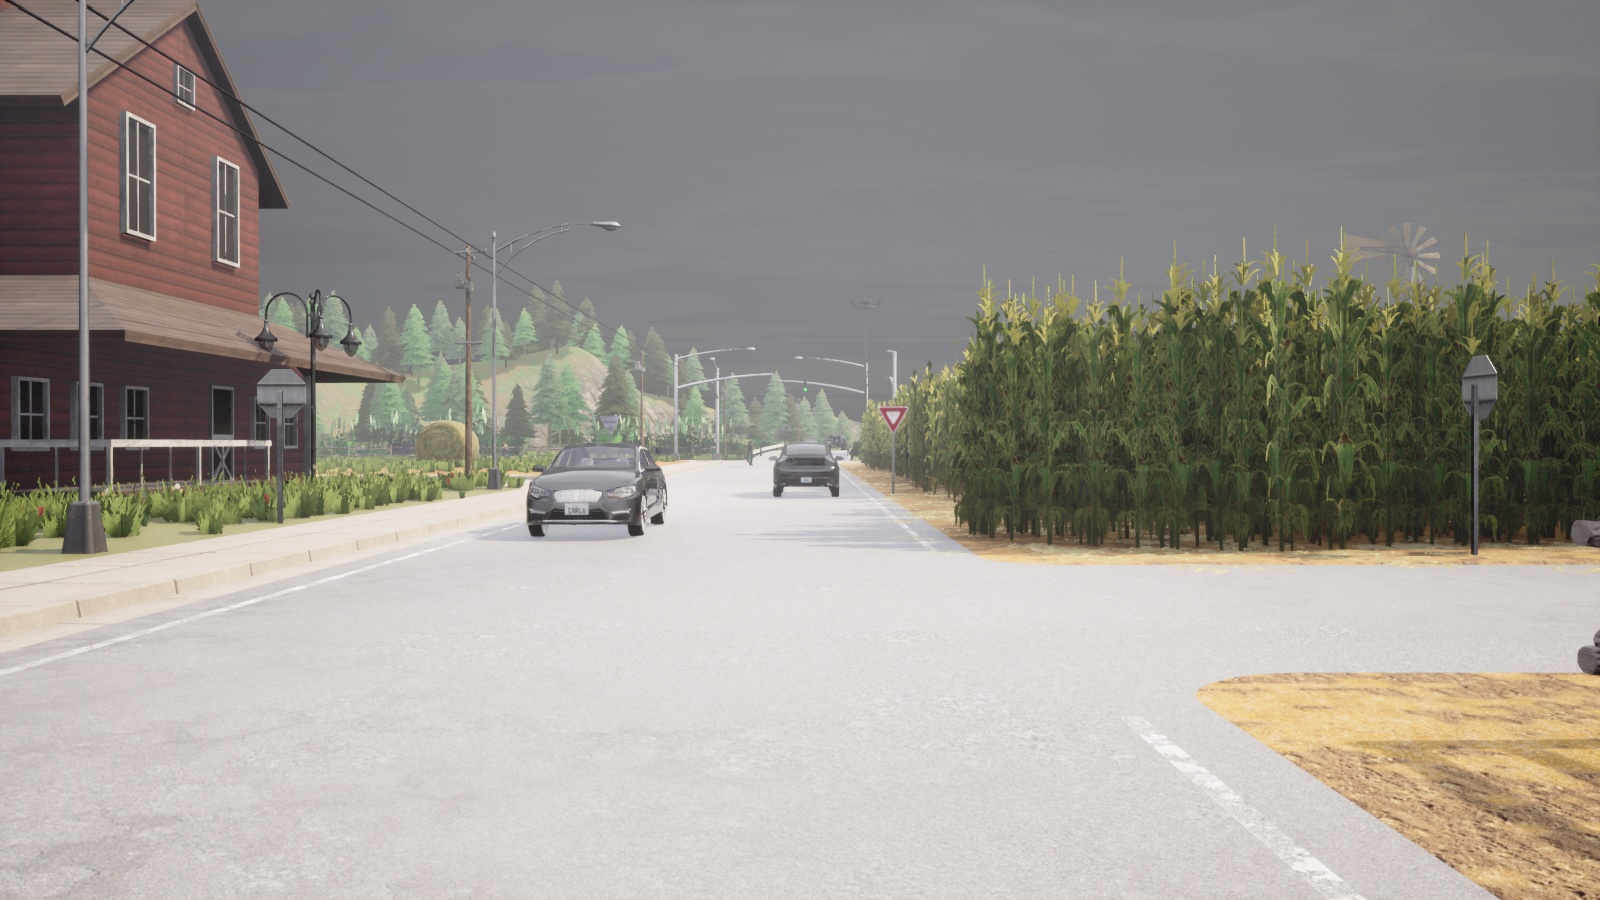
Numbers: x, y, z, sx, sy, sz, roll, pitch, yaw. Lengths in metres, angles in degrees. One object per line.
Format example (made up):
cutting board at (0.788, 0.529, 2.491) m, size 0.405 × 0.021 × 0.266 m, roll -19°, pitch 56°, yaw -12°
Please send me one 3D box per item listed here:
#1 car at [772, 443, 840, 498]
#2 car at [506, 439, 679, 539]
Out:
car at (0.181, 0.550, 36.538) m, size 1.837 × 1.490 × 4.892 m, roll 0°, pitch 0°, yaw 0°
car at (-3.387, 0.581, 21.533) m, size 2.128 × 1.511 × 4.902 m, roll 0°, pitch 0°, yaw 0°
